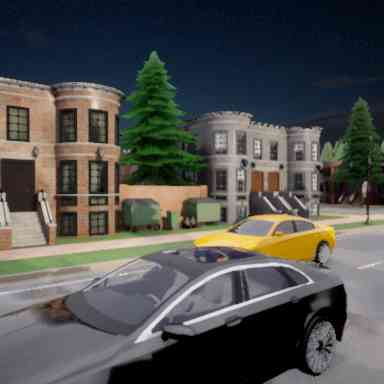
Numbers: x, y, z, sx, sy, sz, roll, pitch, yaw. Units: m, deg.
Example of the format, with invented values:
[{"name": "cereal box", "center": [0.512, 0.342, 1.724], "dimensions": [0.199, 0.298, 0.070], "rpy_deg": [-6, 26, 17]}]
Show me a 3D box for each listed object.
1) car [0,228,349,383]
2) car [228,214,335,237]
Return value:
[{"name": "car", "center": [-0.080, 1.485, 3.946], "dimensions": [4.902, 1.511, 2.128], "rpy_deg": [0, 0, -36]}, {"name": "car", "center": [2.308, 1.449, 10.039], "dimensions": [5.008, 1.535, 1.882], "rpy_deg": [0, 0, -36]}]
